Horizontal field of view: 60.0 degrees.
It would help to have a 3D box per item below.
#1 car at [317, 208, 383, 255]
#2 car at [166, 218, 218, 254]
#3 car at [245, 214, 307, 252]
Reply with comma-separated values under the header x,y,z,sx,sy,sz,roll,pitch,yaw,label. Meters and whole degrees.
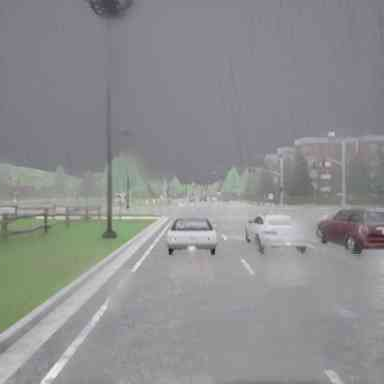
x,y,z,sx,sy,sz,roll,pitch,yaw,label
7.000,1.483,14.085,2.097,1.767,4.553,0,-1,0,car
-0.001,1.734,14.106,1.895,1.301,4.718,0,0,0,car
3.501,1.662,14.373,1.812,1.442,4.674,0,0,0,car
